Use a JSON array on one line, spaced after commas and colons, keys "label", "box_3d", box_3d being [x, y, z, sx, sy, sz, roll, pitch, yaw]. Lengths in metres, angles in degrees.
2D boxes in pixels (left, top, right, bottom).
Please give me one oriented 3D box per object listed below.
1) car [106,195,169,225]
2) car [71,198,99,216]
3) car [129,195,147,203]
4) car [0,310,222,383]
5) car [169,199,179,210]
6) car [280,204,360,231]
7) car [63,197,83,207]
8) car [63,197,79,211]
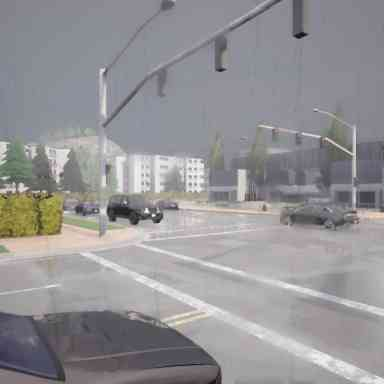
[{"label": "car", "box_3d": [-4.344, 1.221, 24.566, 2.150, 2.045, 5.566, 0, 0, -39]}, {"label": "car", "box_3d": [-9.957, 1.564, 32.281, 1.994, 1.385, 4.181, 0, 0, -34]}, {"label": "car", "box_3d": [-11.235, 1.477, 68.959, 1.882, 1.535, 5.008, 0, 0, 14]}, {"label": "car", "box_3d": [-2.271, 1.547, 2.146, 5.357, 1.411, 2.033, 0, 0, -35]}, {"label": "car", "box_3d": [-3.334, 1.564, 41.477, 1.994, 1.385, 4.181, 0, 0, -31]}, {"label": "car", "box_3d": [7.767, 1.491, 20.725, 2.128, 1.511, 4.902, 0, 0, -38]}, {"label": "car", "box_3d": [-18.132, 1.492, 50.903, 2.128, 1.511, 4.902, 0, 0, -11]}, {"label": "car", "box_3d": [-14.536, 1.526, 40.157, 1.812, 1.442, 4.674, 0, 0, -24]}]
